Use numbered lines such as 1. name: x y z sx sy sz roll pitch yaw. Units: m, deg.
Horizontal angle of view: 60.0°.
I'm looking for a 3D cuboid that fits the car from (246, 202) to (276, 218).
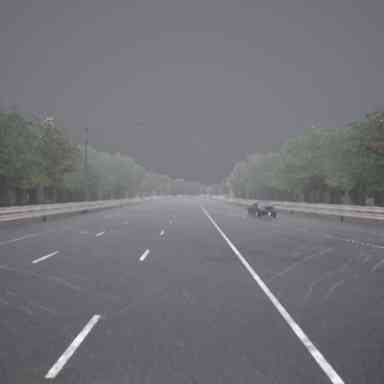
1. car: 6.835 1.780 33.217 1.837 1.490 4.892 0 -1 -8
